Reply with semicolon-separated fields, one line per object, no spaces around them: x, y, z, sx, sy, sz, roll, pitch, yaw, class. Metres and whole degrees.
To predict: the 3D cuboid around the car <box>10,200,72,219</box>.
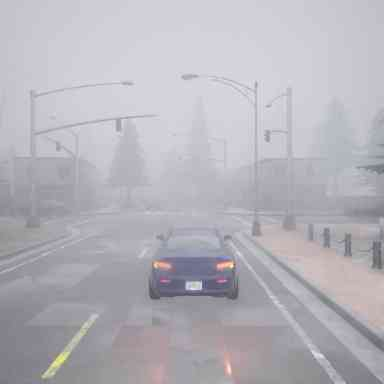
-13.001;1.462;28.749;5.008;1.535;1.882;0;1;-1;car

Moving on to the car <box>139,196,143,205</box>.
-7.992;1.443;57.545;1.882;1.535;5.008;0;0;-19;car

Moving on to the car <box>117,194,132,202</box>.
-14.439;1.313;71.294;2.097;1.767;4.553;0;0;-31;car

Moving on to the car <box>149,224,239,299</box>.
0.045;1.526;8.305;1.812;1.442;4.674;0;0;0;car

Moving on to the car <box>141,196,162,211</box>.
-4.604;1.513;40.434;2.033;1.411;5.357;0;0;-4;car

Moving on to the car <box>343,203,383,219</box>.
15.459;1.585;28.173;4.718;1.301;1.895;0;0;2;car
